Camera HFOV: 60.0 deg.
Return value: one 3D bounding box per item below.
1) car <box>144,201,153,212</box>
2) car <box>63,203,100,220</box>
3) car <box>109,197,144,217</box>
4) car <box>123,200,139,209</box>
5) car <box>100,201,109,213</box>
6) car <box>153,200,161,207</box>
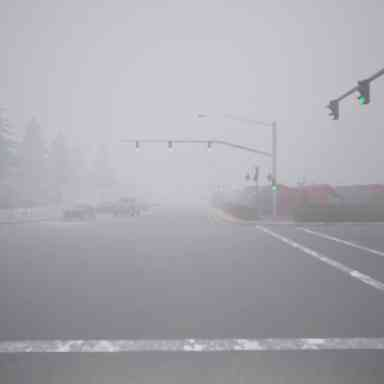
[{"bbox_3d":[-7.118,1.958,47.163,1.882,1.535,5.008,0,-1,0],"label":"car"},{"bbox_3d":[-10.617,1.800,31.694,1.882,1.535,5.008,0,-1,0],"label":"car"},{"bbox_3d":[-7.122,1.597,36.851,2.150,2.045,5.566,0,-1,1],"label":"car"},{"bbox_3d":[-10.585,2.116,58.081,1.812,1.442,4.674,0,-1,0],"label":"car"},{"bbox_3d":[-10.621,1.904,41.855,1.882,1.535,5.008,0,-1,0],"label":"car"},{"bbox_3d":[-7.039,2.212,65.313,2.033,1.411,5.357,0,-1,0],"label":"car"}]
